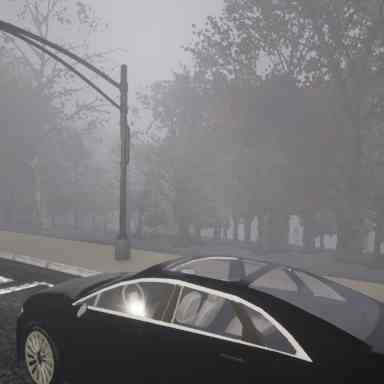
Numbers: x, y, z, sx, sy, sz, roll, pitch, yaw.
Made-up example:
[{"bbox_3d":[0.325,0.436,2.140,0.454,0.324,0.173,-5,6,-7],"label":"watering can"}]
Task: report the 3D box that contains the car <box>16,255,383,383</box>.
[{"bbox_3d":[-0.006,1.491,3.705,4.902,1.511,2.128,0,0,34],"label":"car"}]
